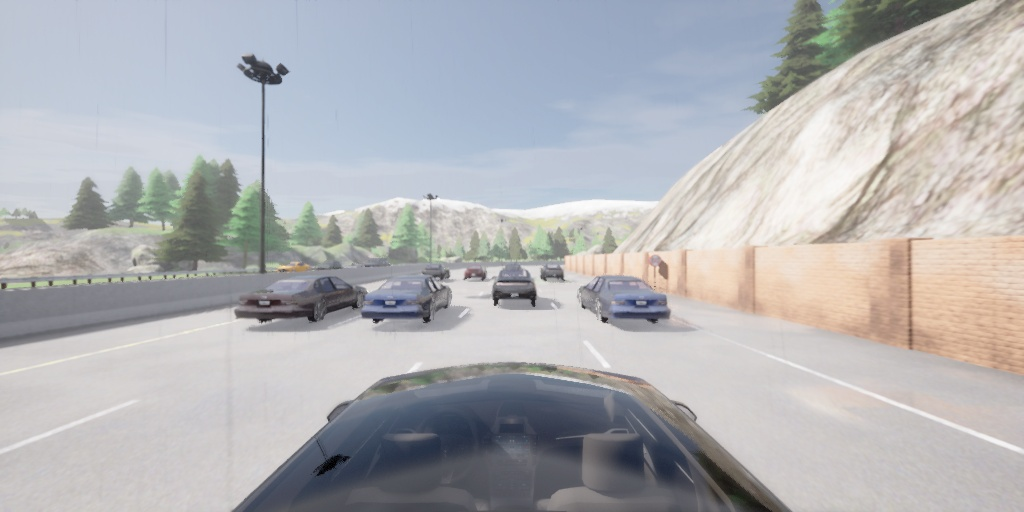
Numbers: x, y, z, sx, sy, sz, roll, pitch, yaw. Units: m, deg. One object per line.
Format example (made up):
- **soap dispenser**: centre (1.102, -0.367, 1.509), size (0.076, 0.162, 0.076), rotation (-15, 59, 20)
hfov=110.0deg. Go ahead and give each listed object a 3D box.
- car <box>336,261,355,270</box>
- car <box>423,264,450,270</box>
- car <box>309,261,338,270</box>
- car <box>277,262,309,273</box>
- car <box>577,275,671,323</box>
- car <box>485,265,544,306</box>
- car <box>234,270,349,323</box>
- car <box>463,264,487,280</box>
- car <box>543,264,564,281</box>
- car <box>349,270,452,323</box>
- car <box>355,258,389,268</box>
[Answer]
- **car**: centre (-21.039, 1.668, 47.932), size (1.895, 1.301, 4.718), rotation (0, 0, 1)
- **car**: centre (-6.893, 1.456, 32.820), size (2.128, 1.511, 4.902), rotation (0, 0, 0)
- **car**: centre (-24.521, 1.421, 48.124), size (2.097, 1.767, 4.553), rotation (0, 0, 1)
- **car**: centre (-28.053, 1.533, 46.175), size (1.882, 1.535, 5.008), rotation (0, 0, 0)
- **car**: centre (3.602, 1.372, 12.503), size (2.033, 1.411, 5.357), rotation (0, 0, 0)
- **car**: centre (0.104, 1.344, 16.535), size (2.128, 1.511, 4.902), rotation (0, 0, 0)
- **car**: centre (-6.897, 1.371, 12.498), size (2.033, 1.411, 5.357), rotation (0, 0, 0)
- **car**: centre (-3.393, 1.498, 33.883), size (1.812, 1.442, 4.674), rotation (0, 0, 0)
- **car**: centre (3.607, 1.457, 32.808), size (2.128, 1.511, 4.902), rotation (0, 0, 0)
- **car**: centre (-3.397, 1.372, 12.515), size (2.033, 1.411, 5.357), rotation (0, 0, 0)
- **car**: centre (-17.554, 1.277, 46.079), size (2.150, 2.045, 5.566), rotation (0, 0, 0)
